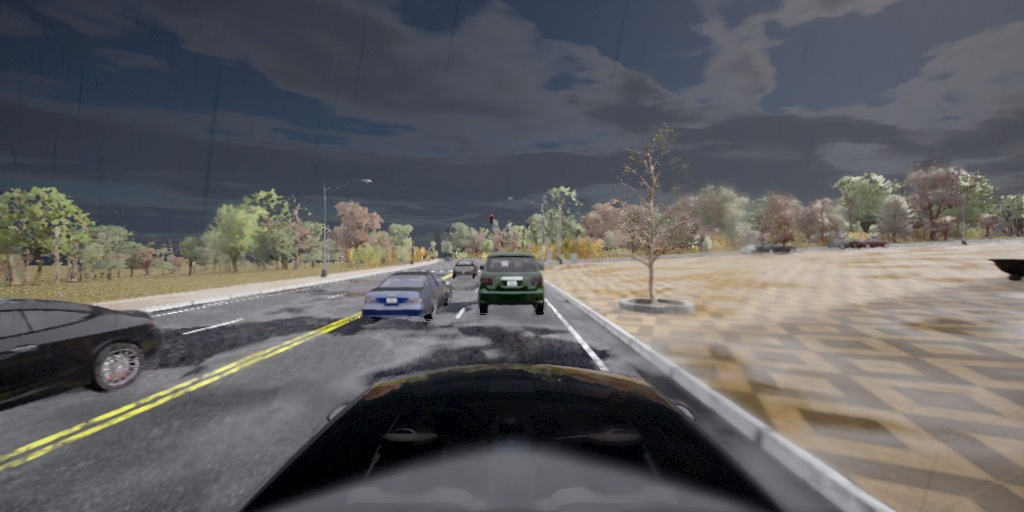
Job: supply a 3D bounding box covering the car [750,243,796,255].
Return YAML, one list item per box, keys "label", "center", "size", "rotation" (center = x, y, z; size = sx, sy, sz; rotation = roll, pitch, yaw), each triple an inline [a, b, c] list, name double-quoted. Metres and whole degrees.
- label: "car"
  center: [35.984, -1.017, 48.993]
  size: [5.008, 1.535, 1.882]
  rotation: [-3, 0, -6]

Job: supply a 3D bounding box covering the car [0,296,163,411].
- label: "car"
  center: [-6.629, 1.261, 3.969]
  size: [1.812, 1.442, 4.674]
  rotation: [0, 0, 0]

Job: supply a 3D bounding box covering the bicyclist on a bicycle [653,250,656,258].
- label: "bicyclist on a bicycle"
  center: [16.853, -0.293, 43.055]
  size: [0.582, 1.620, 1.656]
  rotation: [-2, 0, -4]

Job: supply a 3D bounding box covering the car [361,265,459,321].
- label: "car"
  center: [-3.273, 1.221, 12.122]
  size: [2.033, 1.411, 5.357]
  rotation: [0, 0, -1]

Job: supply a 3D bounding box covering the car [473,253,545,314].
- label: "car"
  center: [-0.054, 0.886, 13.453]
  size: [2.150, 2.045, 5.566]
  rotation: [0, 1, -1]

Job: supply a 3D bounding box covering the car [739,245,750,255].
- label: "car"
  center: [35.623, -0.979, 52.223]
  size: [4.674, 1.442, 1.812]
  rotation: [-3, 0, -6]

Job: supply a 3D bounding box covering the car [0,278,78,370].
- label: "car"
  center: [-9.887, 1.221, 4.833]
  size: [2.128, 1.511, 4.902]
  rotation: [0, 0, 0]

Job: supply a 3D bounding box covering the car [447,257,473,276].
- label: "car"
  center: [-3.875, 1.052, 30.306]
  size: [2.128, 1.511, 4.902]
  rotation: [0, 0, -3]
